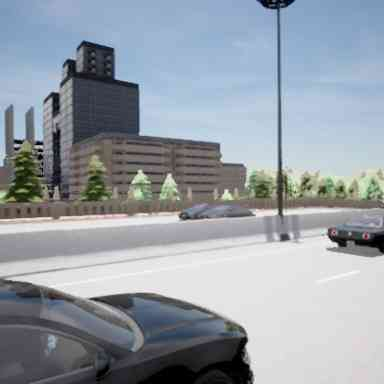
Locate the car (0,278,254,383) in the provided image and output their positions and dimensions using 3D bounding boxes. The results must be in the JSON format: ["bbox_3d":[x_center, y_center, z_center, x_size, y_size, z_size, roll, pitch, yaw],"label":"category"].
[{"bbox_3d":[-1.688,1.485,2.607,5.008,1.535,1.882,0,0,-35],"label":"car"}]

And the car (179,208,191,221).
[{"bbox_3d":[1.021,1.582,26.286,4.181,1.385,1.994,0,0,-36],"label":"car"}]

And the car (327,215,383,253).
[{"bbox_3d":[7.664,1.594,13.576,4.718,1.301,1.895,0,0,-36],"label":"car"}]

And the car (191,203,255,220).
[{"bbox_3d":[2.414,1.577,22.978,4.181,1.385,1.994,0,0,-36],"label":"car"}]
